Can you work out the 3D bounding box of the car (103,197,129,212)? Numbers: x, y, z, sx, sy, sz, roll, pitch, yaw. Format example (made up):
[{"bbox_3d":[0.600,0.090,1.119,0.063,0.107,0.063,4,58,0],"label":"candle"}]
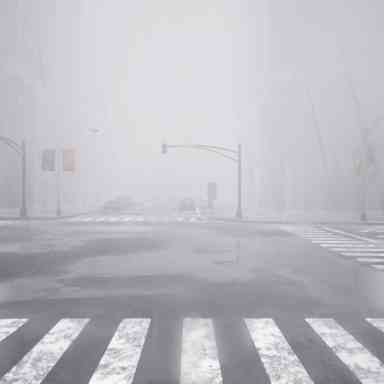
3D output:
[{"bbox_3d":[-9.083,1.574,39.009,1.947,1.339,4.313,0,0,0],"label":"car"}]

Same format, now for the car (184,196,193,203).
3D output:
[{"bbox_3d":[-0.728,1.612,71.770,1.752,1.417,4.829,0,0,0],"label":"car"}]

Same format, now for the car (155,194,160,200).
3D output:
[{"bbox_3d":[-9.281,1.416,76.992,2.192,1.841,5.009,0,0,0],"label":"car"}]

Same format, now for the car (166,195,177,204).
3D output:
[{"bbox_3d":[-3.456,1.671,65.662,1.895,1.301,4.718,0,0,0],"label":"car"}]

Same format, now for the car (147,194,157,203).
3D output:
[{"bbox_3d":[-9.252,1.668,71.565,1.802,1.307,4.206,0,0,0],"label":"car"}]

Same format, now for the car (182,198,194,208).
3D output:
[{"bbox_3d":[-0.615,1.614,49.900,1.802,1.307,4.206,0,0,0],"label":"car"}]

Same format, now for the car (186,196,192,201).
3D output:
[{"bbox_3d":[-0.841,1.695,93.300,1.887,1.381,4.507,0,0,0],"label":"car"}]

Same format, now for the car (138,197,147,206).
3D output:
[{"bbox_3d":[-9.167,1.569,55.117,1.752,1.417,4.829,0,0,0],"label":"car"}]

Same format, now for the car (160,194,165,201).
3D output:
[{"bbox_3d":[-9.365,1.695,93.268,1.887,1.381,4.507,0,0,0],"label":"car"}]

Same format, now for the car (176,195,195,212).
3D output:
[{"bbox_3d":[-0.559,1.448,39.051,1.967,1.590,4.097,0,0,0],"label":"car"}]

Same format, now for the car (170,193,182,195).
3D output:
[{"bbox_3d":[-3.507,1.558,75.629,1.837,1.490,4.892,0,0,0],"label":"car"}]

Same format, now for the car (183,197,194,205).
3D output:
[{"bbox_3d":[-0.671,1.602,60.750,1.887,1.381,4.507,0,0,0],"label":"car"}]

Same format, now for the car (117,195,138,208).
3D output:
[{"bbox_3d":[-9.112,1.335,44.436,2.192,1.841,5.009,0,0,0],"label":"car"}]
